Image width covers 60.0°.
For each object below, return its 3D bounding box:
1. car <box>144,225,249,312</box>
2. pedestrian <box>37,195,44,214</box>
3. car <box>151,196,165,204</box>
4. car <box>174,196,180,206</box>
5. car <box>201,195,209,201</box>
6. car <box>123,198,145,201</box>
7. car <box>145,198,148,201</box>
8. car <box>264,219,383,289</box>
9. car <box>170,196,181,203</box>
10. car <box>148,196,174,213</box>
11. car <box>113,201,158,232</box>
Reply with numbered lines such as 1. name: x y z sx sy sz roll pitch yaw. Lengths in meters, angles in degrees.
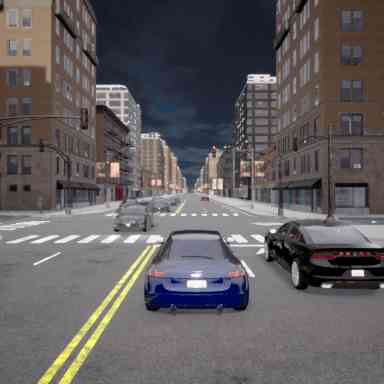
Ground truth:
1. car: 0.081 1.564 7.781 1.994 1.385 4.181 0 0 0
2. pedestrian: -14.169 1.170 31.092 0.375 1.860 0.375 0 0 0
3. car: -6.597 1.484 65.326 2.128 1.511 4.902 0 0 0
4. car: -3.388 1.560 52.503 1.994 1.385 4.181 0 0 0
5. car: 3.180 1.464 80.583 1.882 1.535 5.008 0 0 0
6. car: -6.632 1.504 35.574 1.837 1.490 4.892 0 0 0
7. car: -6.639 1.597 48.598 1.895 1.301 4.718 0 0 0
8. car: 3.330 1.478 9.159 1.882 1.535 5.008 0 0 0
9. car: -3.325 1.538 67.769 2.033 1.411 5.357 0 0 1
10. car: -3.384 1.504 37.066 1.837 1.490 4.892 0 0 0
11. car: -3.365 1.500 19.951 1.837 1.490 4.892 0 0 0
